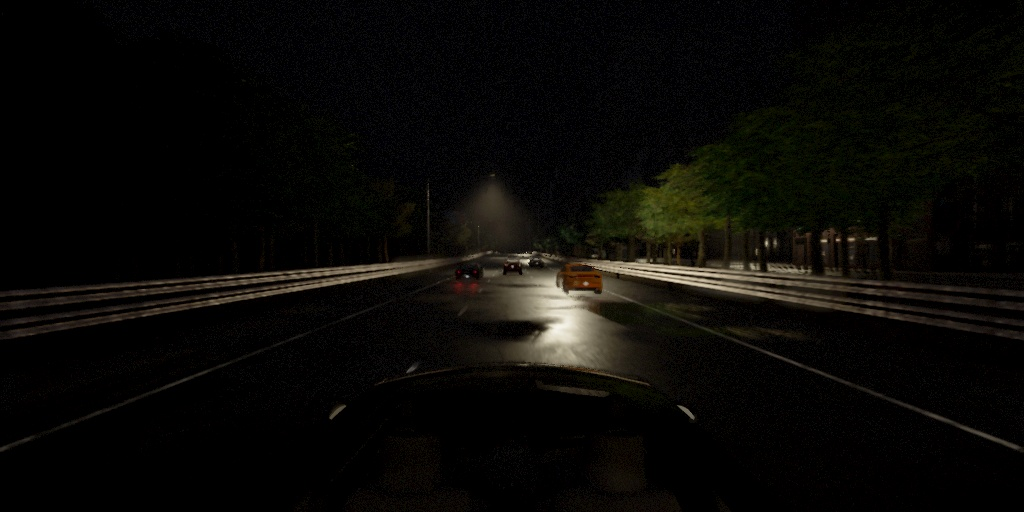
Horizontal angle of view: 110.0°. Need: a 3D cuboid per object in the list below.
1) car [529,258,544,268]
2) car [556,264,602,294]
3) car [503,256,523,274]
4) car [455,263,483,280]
[{"bbox_3d":[3.568,0.965,53.286,1.994,1.385,4.181,0,1,0],"label":"car"},{"bbox_3d":[3.587,1.170,19.857,1.882,1.535,5.008,0,0,0],"label":"car"},{"bbox_3d":[0.077,1.089,38.097,2.163,1.488,4.792,0,1,0],"label":"car"},{"bbox_3d":[-3.420,1.249,29.733,1.895,1.301,4.718,0,0,0],"label":"car"}]
